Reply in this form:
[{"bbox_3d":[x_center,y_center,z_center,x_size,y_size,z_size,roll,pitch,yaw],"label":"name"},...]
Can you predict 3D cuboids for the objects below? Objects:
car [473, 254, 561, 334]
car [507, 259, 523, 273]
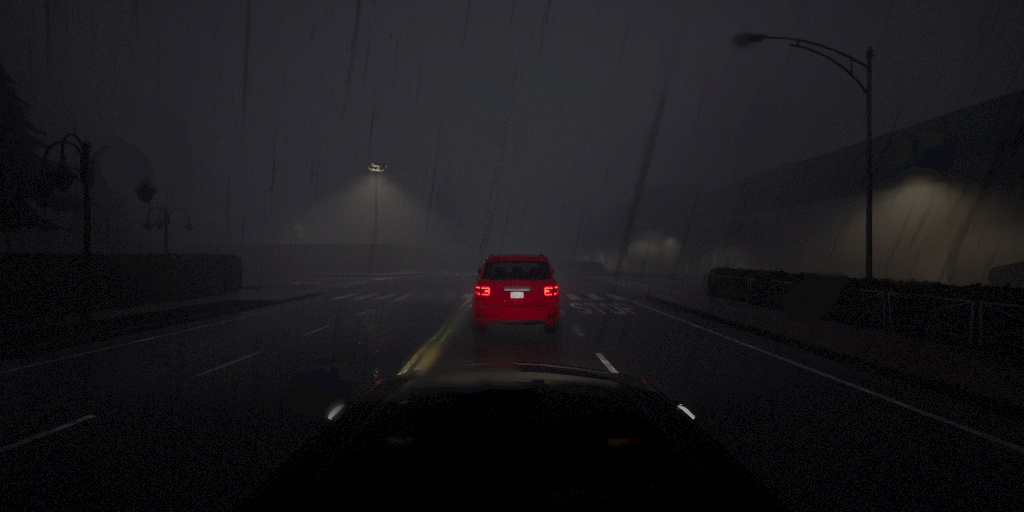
[{"bbox_3d":[0.121,0.971,10.741,2.150,2.045,5.566,0,0,0],"label":"car"},{"bbox_3d":[0.356,1.228,45.593,1.882,1.535,5.008,0,0,1],"label":"car"}]
